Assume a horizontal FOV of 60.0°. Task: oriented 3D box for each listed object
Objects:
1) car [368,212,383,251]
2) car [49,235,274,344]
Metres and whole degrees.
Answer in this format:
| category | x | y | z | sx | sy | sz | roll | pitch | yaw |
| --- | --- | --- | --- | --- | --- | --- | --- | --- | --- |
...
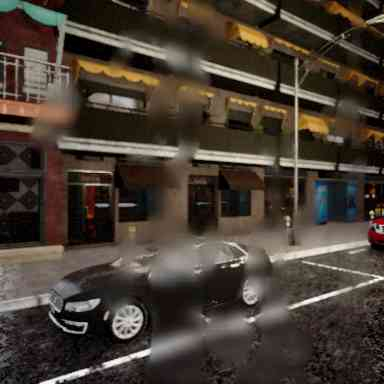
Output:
| category | x | y | z | sx | sy | sz | roll | pitch | yaw |
| --- | --- | --- | --- | --- | --- | --- | --- | --- | --- |
| car | 8.889 | 1.304 | 12.900 | 5.009 | 1.841 | 2.192 | 0 | 0 | -36 |
| car | -0.327 | 1.548 | 6.322 | 4.403 | 1.369 | 2.008 | 0 | 0 | -36 |
